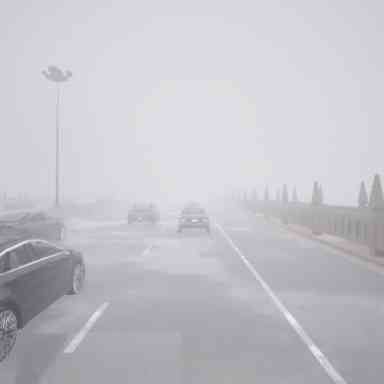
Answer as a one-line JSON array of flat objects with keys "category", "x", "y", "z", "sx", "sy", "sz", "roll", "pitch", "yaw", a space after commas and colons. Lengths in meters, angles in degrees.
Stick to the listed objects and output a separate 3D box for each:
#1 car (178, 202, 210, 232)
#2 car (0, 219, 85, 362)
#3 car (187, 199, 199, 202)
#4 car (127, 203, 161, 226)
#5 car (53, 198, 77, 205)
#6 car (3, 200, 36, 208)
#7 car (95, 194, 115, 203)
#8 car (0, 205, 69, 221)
[{"category": "car", "x": 0.110, "y": 1.578, "z": 20.197, "sx": 2.033, "sy": 1.411, "sz": 5.357, "roll": 0, "pitch": 0, "yaw": 0}, {"category": "car", "x": -3.394, "y": 1.498, "z": 5.819, "sx": 2.128, "sy": 1.511, "sz": 4.902, "roll": 0, "pitch": 0, "yaw": 0}, {"category": "car", "x": 0.122, "y": 1.620, "z": 41.661, "sx": 1.812, "sy": 1.442, "sz": 4.674, "roll": 0, "pitch": 0, "yaw": 0}, {"category": "car", "x": -3.388, "y": 1.530, "z": 23.965, "sx": 2.128, "sy": 1.511, "sz": 4.902, "roll": 0, "pitch": 0, "yaw": 0}, {"category": "car", "x": -17.510, "y": 1.587, "z": 45.936, "sx": 1.882, "sy": 1.535, "sz": 5.008, "roll": 0, "pitch": 0, "yaw": 1}, {"category": "car", "x": -21.022, "y": 1.692, "z": 40.670, "sx": 1.895, "sy": 1.301, "sz": 4.718, "roll": 0, "pitch": 0, "yaw": 1}, {"category": "car", "x": -13.973, "y": 1.367, "z": 53.866, "sx": 2.150, "sy": 2.045, "sz": 5.566, "roll": 0, "pitch": 0, "yaw": 0}, {"category": "car", "x": -6.893, "y": 1.522, "z": 13.935, "sx": 1.837, "sy": 1.490, "sz": 4.892, "roll": 0, "pitch": 0, "yaw": 0}]
